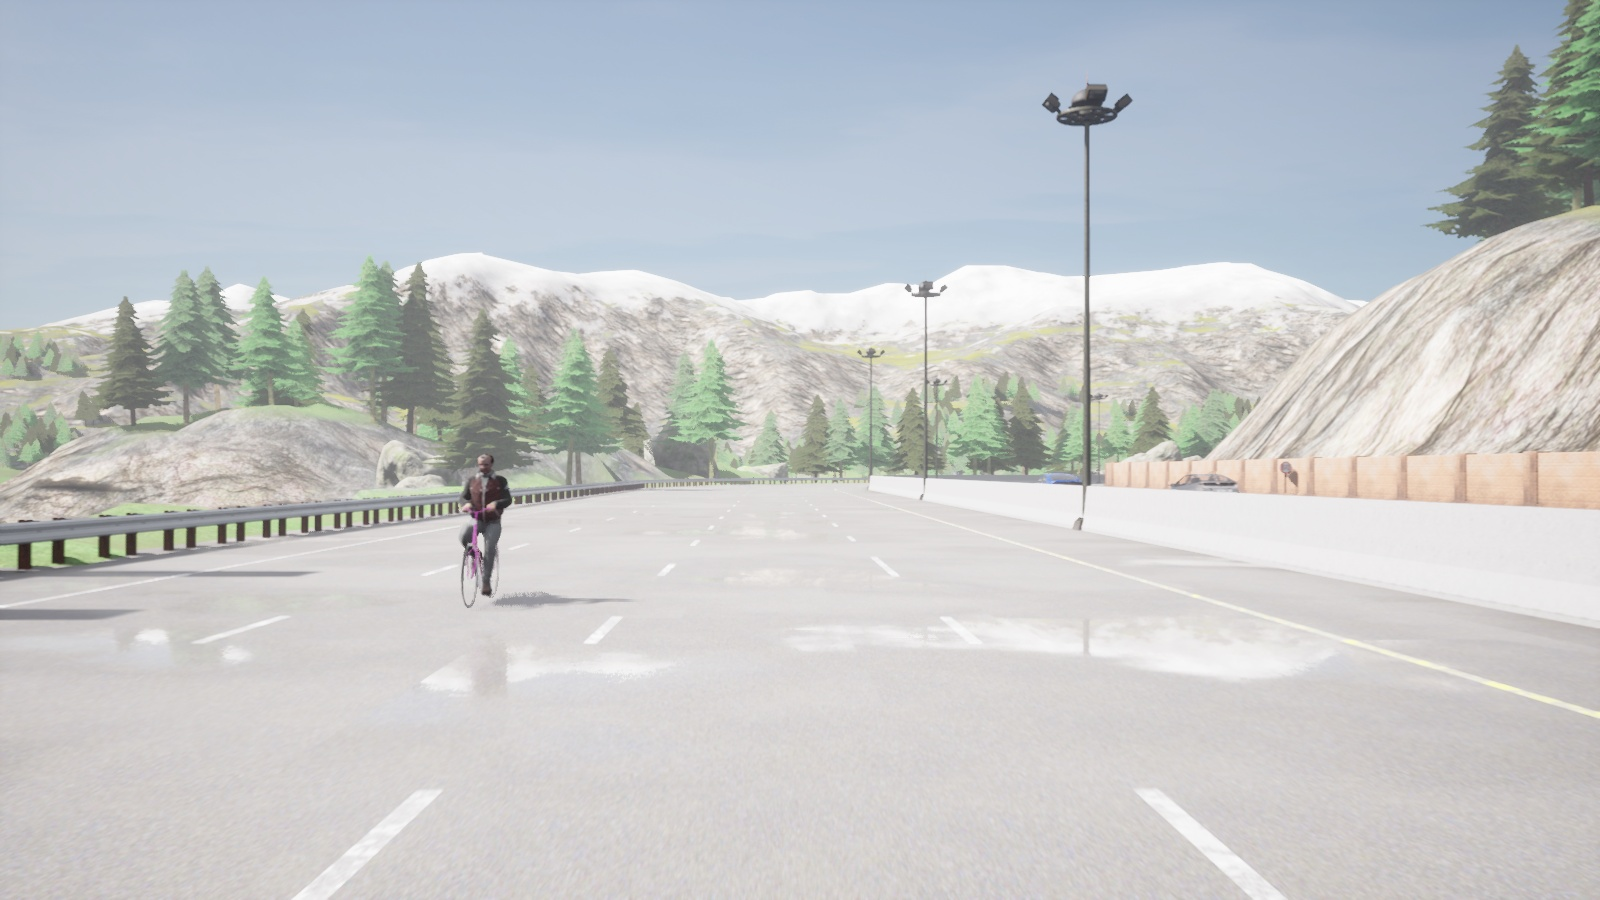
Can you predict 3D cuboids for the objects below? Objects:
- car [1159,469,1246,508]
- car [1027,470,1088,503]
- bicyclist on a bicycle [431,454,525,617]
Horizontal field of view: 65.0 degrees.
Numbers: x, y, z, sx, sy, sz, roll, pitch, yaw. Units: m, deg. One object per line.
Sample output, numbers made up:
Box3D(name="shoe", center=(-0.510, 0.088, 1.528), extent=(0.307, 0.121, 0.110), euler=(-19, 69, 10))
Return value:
Box3D(name="car", center=(16.432, 1.557, 51.505), extent=(2.007, 1.525, 4.514), euler=(0, -1, -1))
Box3D(name="car", center=(12.683, 1.781, 62.136), extent=(1.882, 1.535, 5.008), euler=(0, -1, -1))
Box3D(name="bicyclist on a bicycle", center=(-3.712, 0.945, 14.620), extent=(0.659, 1.776, 1.843), euler=(0, -1, -1))
